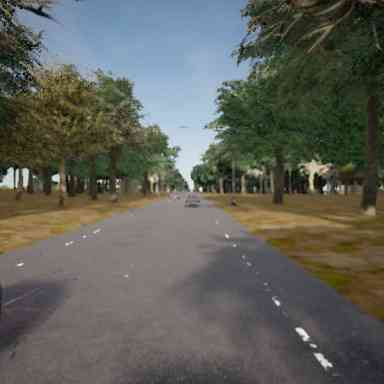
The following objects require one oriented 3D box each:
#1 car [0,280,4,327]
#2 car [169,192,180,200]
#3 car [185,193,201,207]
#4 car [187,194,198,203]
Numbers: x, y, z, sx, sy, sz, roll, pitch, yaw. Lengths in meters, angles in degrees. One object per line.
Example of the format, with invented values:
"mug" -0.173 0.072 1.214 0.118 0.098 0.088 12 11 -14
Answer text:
"car" -3.601 1.502 2.813 1.837 1.490 4.892 0 0 0
"car" -3.528 0.773 68.361 2.097 1.767 4.553 0 1 0
"car" 0.082 1.151 43.984 2.128 1.511 4.902 0 0 0
"car" 0.077 1.026 57.588 1.837 1.490 4.892 0 0 0
